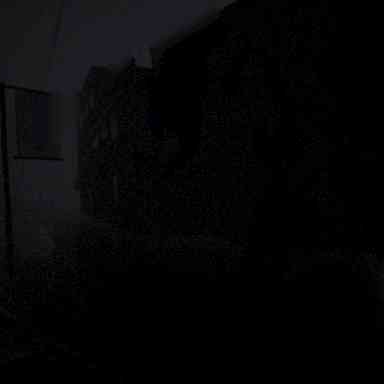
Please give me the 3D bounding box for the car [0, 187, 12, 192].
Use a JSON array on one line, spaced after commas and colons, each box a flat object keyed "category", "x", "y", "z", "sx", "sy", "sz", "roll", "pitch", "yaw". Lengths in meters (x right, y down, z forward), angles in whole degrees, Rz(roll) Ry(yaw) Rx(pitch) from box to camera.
[{"category": "car", "x": -46.787, "y": -0.371, "z": 80.619, "sx": 2.231, "sy": 1.521, "sz": 4.892, "roll": -4, "pitch": -3, "yaw": 5}]
